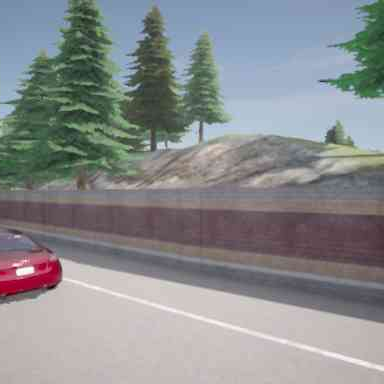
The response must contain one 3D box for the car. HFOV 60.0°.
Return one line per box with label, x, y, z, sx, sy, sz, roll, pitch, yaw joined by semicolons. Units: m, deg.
car;-4.953;1.582;8.045;4.181;1.385;1.994;0;0;39
